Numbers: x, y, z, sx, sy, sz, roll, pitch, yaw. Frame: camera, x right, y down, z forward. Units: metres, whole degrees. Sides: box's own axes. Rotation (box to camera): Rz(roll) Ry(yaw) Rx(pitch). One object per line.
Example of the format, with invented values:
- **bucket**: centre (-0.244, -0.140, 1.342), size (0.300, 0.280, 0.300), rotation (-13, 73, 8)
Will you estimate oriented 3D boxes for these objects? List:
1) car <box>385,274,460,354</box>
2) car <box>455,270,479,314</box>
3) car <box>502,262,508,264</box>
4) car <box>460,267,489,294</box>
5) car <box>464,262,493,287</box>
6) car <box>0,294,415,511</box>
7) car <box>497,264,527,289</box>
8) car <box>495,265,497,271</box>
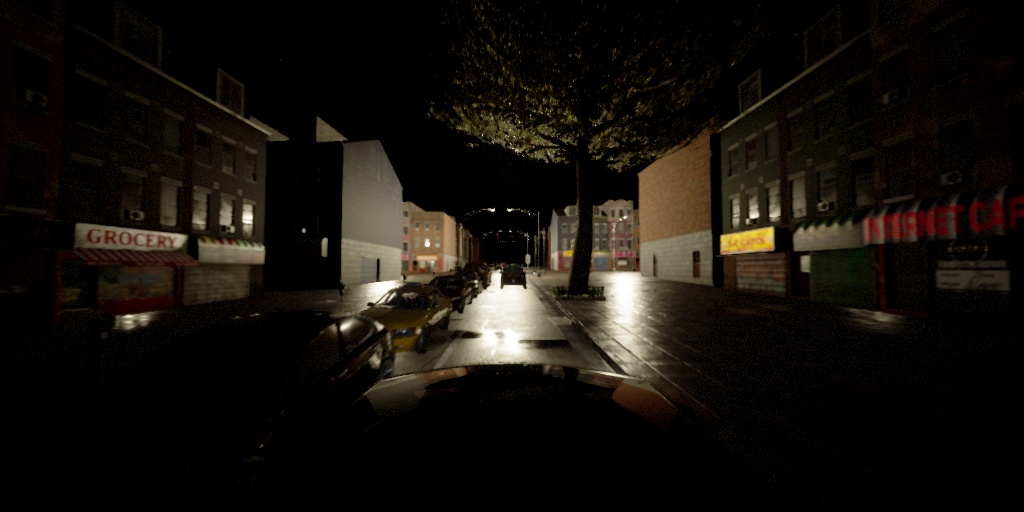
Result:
- **car**: centre (-2.636, 1.377, 9.172), size (1.751, 1.417, 4.829), rotation (0, 0, 0)
- **car**: centre (-2.635, 1.472, 14.876), size (1.888, 1.381, 4.507), rotation (0, 0, 0)
- **car**: centre (0.097, 1.608, 38.399), size (2.097, 1.767, 4.553), rotation (0, -1, 0)
- **car**: centre (-2.635, 1.553, 20.411), size (2.007, 1.370, 4.403), rotation (0, 0, 0)
- **car**: centre (-2.634, 1.394, 25.945), size (2.192, 1.841, 5.009), rotation (0, 0, 0)
- **car**: centre (-2.637, 1.343, 3.807), size (1.948, 1.339, 4.313), rotation (0, 0, 0)
- **car**: centre (0.103, 1.571, 26.967), size (1.882, 1.535, 5.008), rotation (0, -1, 0)
- **car**: centre (-2.633, 1.708, 31.479), size (2.007, 1.370, 4.403), rotation (0, 0, 0)
